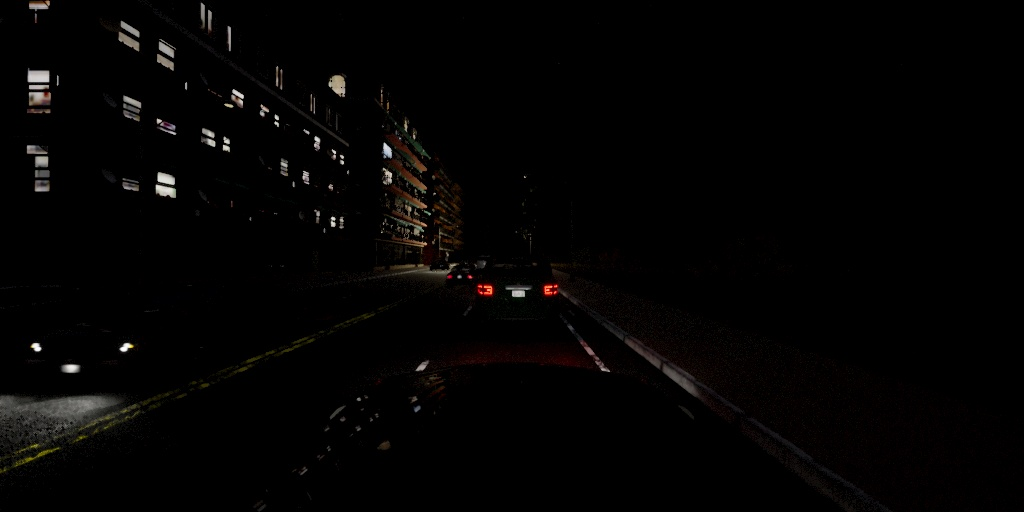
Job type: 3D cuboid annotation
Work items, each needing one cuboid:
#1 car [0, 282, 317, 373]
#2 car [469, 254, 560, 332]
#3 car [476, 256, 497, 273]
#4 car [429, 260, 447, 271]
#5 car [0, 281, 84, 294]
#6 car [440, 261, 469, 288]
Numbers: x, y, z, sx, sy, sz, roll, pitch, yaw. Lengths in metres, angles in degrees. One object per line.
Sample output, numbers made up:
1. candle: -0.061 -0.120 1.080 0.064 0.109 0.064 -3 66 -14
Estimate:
1. car: -6.592 1.298 8.025 2.033 1.411 5.357 0 0 0
2. car: 0.115 0.973 11.040 2.150 2.045 5.566 0 0 -1
3. car: -3.102 0.975 44.117 2.150 2.045 5.566 0 0 0
4. car: -9.794 1.231 48.450 1.882 1.535 5.008 0 0 0
5. car: -9.844 1.242 6.431 2.128 1.511 4.902 0 0 0
6. car: -3.123 1.301 23.952 2.033 1.411 5.357 0 0 0
